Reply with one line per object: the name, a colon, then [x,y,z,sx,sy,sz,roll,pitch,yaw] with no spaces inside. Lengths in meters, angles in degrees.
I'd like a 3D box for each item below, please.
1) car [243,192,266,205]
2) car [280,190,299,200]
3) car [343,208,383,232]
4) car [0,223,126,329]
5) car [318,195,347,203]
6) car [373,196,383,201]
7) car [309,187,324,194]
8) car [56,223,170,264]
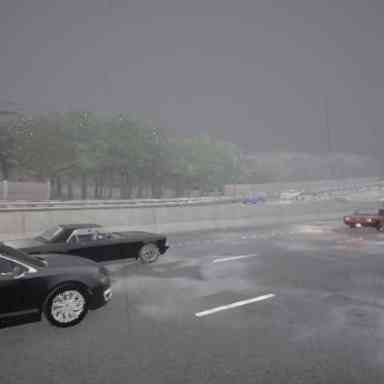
car: [10.483,1.022,55.336,2.150,2.045,5.566,0,1,35]
car: [20.146,0.603,68.427,2.150,2.045,5.566,0,2,37]
car: [11.442,1.628,20.506,4.718,1.301,1.895,0,0,-36]
car: [-3.763,1.504,5.358,4.892,1.490,1.837,0,0,-36]
car: [20.705,1.603,48.913,5.357,1.411,2.033,0,0,-35]
car: [24.849,1.582,43.286,4.674,1.442,1.812,0,0,-36]
car: [30.374,-0.042,81.009,2.150,2.045,5.566,0,3,40]
car: [-3.064,1.604,10.160,4.718,1.301,1.895,0,0,-36]
